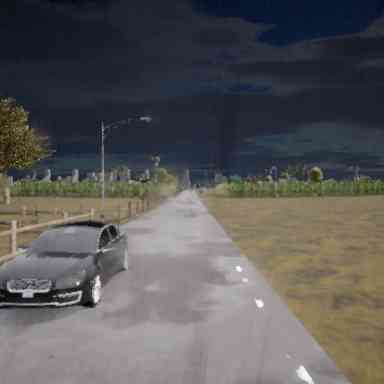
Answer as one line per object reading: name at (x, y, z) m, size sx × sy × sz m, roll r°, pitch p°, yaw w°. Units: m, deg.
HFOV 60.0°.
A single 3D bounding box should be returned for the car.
car at (-2.770, 1.520, 8.082) m, size 1.837 × 1.490 × 4.892 m, roll 0°, pitch -1°, yaw 0°
